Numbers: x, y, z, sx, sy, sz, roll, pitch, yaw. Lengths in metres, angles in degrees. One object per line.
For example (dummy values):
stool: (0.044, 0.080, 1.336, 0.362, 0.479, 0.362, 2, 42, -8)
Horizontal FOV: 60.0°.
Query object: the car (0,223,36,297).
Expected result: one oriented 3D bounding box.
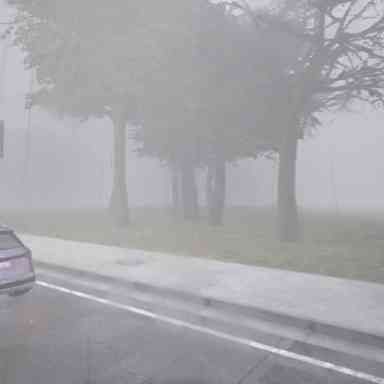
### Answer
car: (-5.407, 1.437, 7.418, 4.856, 1.649, 2.033, 0, 0, 35)
